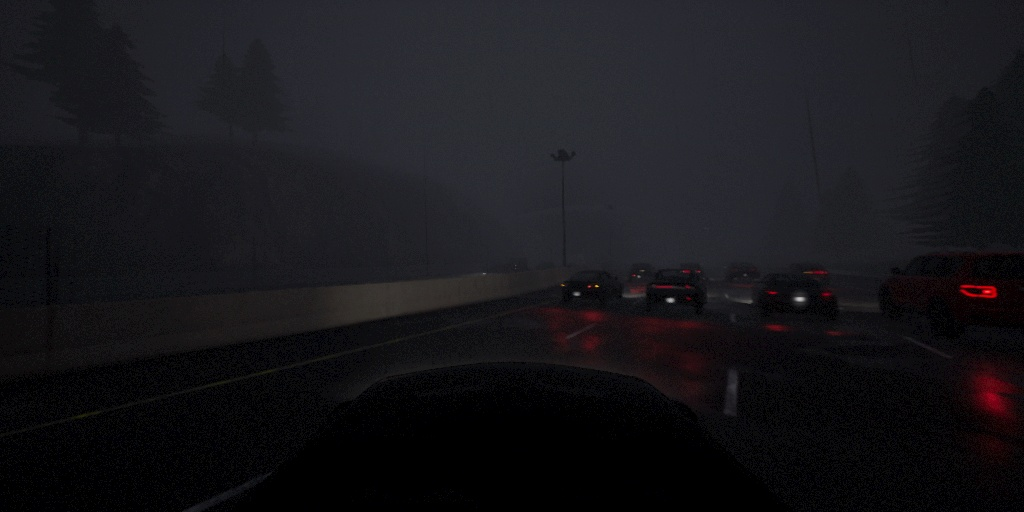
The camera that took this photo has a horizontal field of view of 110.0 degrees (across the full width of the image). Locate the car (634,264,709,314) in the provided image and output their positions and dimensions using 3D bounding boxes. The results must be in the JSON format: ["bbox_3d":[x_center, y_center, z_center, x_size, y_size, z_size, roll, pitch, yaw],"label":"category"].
[{"bbox_3d":[6.445,1.248,13.946,2.128,1.511,4.902,-1,0,30],"label":"car"}]

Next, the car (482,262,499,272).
[{"bbox_3d":[-2.665,1.565,51.662,2.128,1.511,4.902,-1,0,22],"label":"car"}]

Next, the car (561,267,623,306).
[{"bbox_3d":[3.679,1.324,16.146,1.812,1.442,4.674,-1,-1,29],"label":"car"}]

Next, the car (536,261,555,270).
[{"bbox_3d":[4.922,1.490,51.887,2.128,1.511,4.902,-1,-1,21],"label":"car"}]

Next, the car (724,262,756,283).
[{"bbox_3d":[17.589,1.200,27.627,1.882,1.535,5.008,-1,0,26],"label":"car"}]

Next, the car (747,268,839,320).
[{"bbox_3d":[9.693,1.278,12.579,1.994,1.385,4.181,-1,0,30],"label":"car"}]

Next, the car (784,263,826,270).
[{"bbox_3d":[20.038,1.186,24.648,1.837,1.490,4.892,-1,0,26],"label":"car"}]

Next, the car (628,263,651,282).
[{"bbox_3d":[10.763,1.311,29.580,1.837,1.490,4.892,-1,0,26],"label":"car"}]

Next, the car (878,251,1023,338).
[{"bbox_3d":[11.869,0.896,9.342,2.150,2.045,5.566,-1,0,31],"label":"car"}]

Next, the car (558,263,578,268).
[{"bbox_3d":[7.701,1.554,49.340,1.895,1.301,4.718,-1,0,21],"label":"car"}]

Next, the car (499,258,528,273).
[{"bbox_3d":[0.611,1.254,50.417,2.150,2.045,5.566,-1,0,21],"label":"car"}]
